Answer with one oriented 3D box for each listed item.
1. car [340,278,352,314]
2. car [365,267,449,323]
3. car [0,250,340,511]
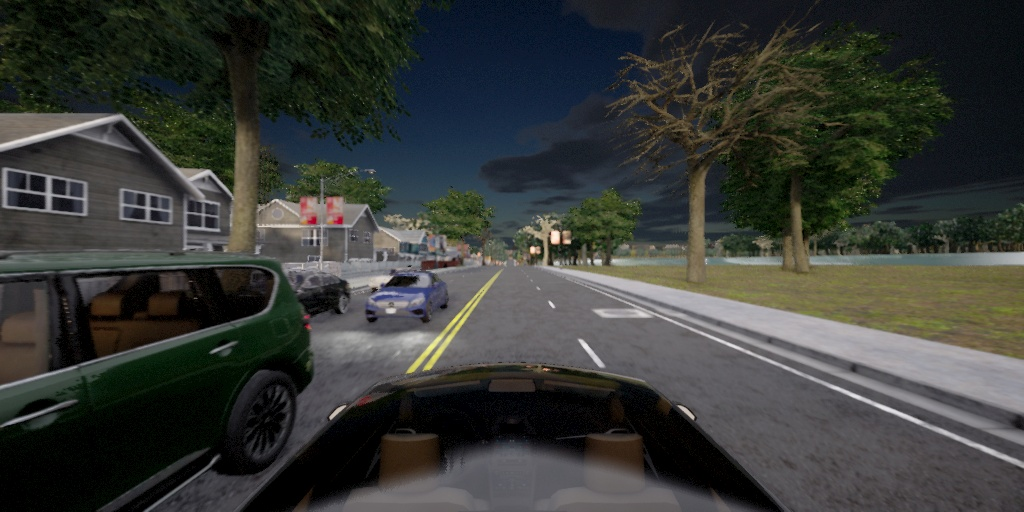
[{"bbox_3d":[-6.599,1.230,10.774,2.128,1.511,4.902,0,0,0],"label":"car"},{"bbox_3d":[-3.348,1.260,12.275,1.812,1.442,4.674,0,0,0],"label":"car"},{"bbox_3d":[-3.347,0.973,1.871,2.150,2.045,5.566,0,0,0],"label":"car"}]
